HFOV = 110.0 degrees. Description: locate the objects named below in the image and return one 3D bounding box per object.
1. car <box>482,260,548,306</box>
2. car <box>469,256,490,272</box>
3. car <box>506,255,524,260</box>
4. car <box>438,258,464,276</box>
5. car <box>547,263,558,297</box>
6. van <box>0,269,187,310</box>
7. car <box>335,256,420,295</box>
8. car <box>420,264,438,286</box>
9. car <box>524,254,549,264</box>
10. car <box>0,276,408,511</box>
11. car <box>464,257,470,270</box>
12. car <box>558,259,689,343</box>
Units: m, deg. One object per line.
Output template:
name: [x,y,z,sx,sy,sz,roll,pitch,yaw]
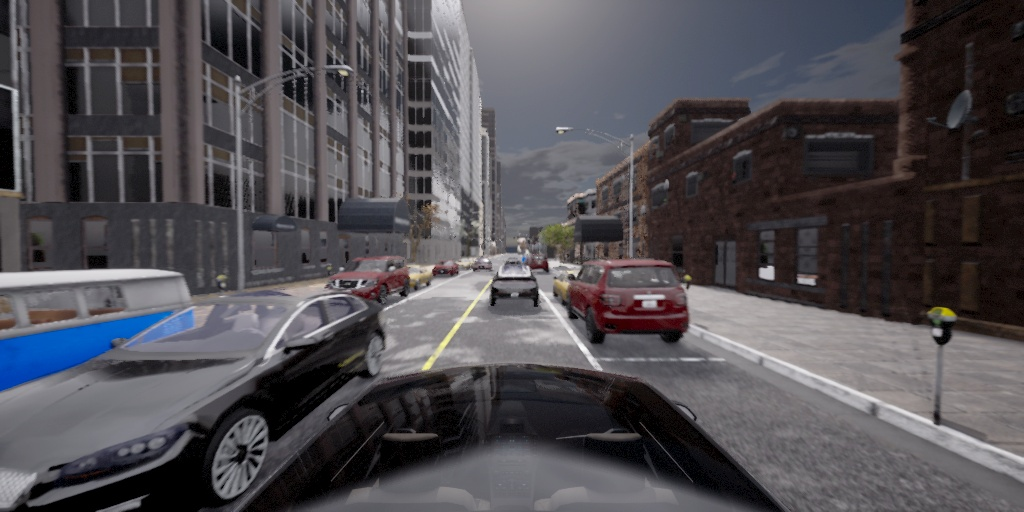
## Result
car: [0.096,1.119,14.996,2.128,1.511,4.902,0,1,0]
car: [-3.090,0.972,38.453,1.994,1.385,4.181,0,0,0]
car: [0.094,0.907,38.987,1.837,1.490,4.892,0,1,0]
car: [-5.697,1.017,31.511,1.888,1.381,4.507,0,0,0]
car: [2.688,1.153,15.068,1.751,1.417,4.829,0,0,0]
van: [-5.691,1.071,3.838,1.690,1.789,3.998,0,0,0]
car: [-5.693,0.941,14.907,2.192,1.841,5.009,0,0,0]
car: [-5.694,1.100,20.272,1.751,1.417,4.829,0,0,0]
car: [2.683,0.736,37.036,2.192,1.841,5.009,0,0,0]
car: [-3.101,1.215,4.412,2.128,1.511,4.902,0,1,0]
car: [-5.699,0.894,42.410,1.751,1.417,4.829,0,0,0]
car: [2.689,0.994,9.364,2.192,1.841,5.009,0,0,0]
